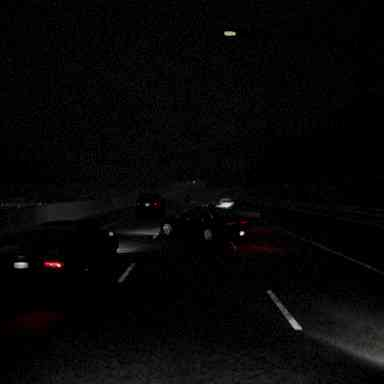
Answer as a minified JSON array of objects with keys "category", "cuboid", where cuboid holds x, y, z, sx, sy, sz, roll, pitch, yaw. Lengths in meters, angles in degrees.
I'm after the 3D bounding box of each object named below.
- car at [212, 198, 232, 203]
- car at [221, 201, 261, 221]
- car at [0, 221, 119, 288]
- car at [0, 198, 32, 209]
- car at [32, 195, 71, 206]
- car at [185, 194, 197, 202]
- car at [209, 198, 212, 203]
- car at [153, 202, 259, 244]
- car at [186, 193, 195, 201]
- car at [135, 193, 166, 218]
[{"category":"car","cuboid":[3.364,1.401,34.115,1.812,1.442,4.674,0,0,0]},{"category":"car","cuboid":[3.408,1.511,23.143,1.895,1.301,4.718,0,0,0]},{"category":"car","cuboid":[-3.437,1.510,9.197,2.033,1.411,5.357,0,0,0]},{"category":"car","cuboid":[-17.733,1.400,34.486,1.812,1.442,4.674,0,0,0]},{"category":"car","cuboid":[-14.233,1.226,34.569,2.097,1.767,4.553,0,0,0]},{"category":"car","cuboid":[-0.199,1.314,58.574,2.128,1.511,4.902,0,0,0]},{"category":"car","cuboid":[3.320,1.448,45.147,1.895,1.301,4.718,0,0,0]},{"category":"car","cuboid":[0.470,1.443,15.661,1.837,1.490,4.892,0,1,-42]},{"category":"car","cuboid":[-0.307,1.140,76.693,2.097,1.767,4.553,0,0,0]},{"category":"car","cuboid":[-3.514,1.113,28.745,2.150,2.045,5.566,0,0,0]}]
